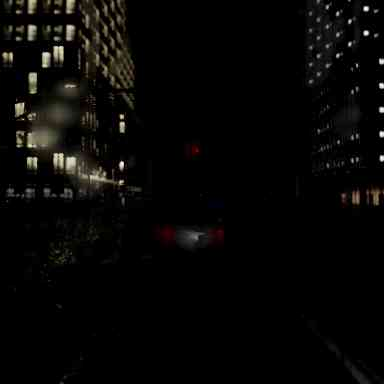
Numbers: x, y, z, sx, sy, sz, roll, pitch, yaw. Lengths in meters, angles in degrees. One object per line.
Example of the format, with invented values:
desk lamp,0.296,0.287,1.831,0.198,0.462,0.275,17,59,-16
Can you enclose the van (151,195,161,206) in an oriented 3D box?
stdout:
van,-5.781,1.342,54.165,1.690,1.788,3.998,0,0,0

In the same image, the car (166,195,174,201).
car,-5.664,1.579,87.401,1.802,1.307,4.206,0,0,0

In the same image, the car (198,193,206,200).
car,2.737,1.311,92.911,2.192,1.841,5.009,0,0,0

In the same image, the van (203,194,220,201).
van,2.674,1.342,43.061,1.690,1.788,3.998,0,0,0

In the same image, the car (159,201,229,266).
car,0.051,1.352,11.763,2.097,1.767,4.553,0,0,0

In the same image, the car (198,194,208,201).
car,2.697,1.313,81.833,2.192,1.841,5.009,0,0,0

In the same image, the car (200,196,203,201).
car,2.603,1.545,48.599,1.887,1.381,4.507,0,0,0

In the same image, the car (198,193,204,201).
car,2.658,1.314,70.753,2.192,1.841,5.009,0,0,0

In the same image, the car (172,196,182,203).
car,-3.046,1.526,68.451,1.812,1.442,4.674,0,0,0

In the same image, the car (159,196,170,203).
car,-5.723,1.566,70.783,1.947,1.339,4.313,0,0,0

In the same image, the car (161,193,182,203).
car,-3.168,1.224,53.123,2.150,2.045,5.566,0,0,1
